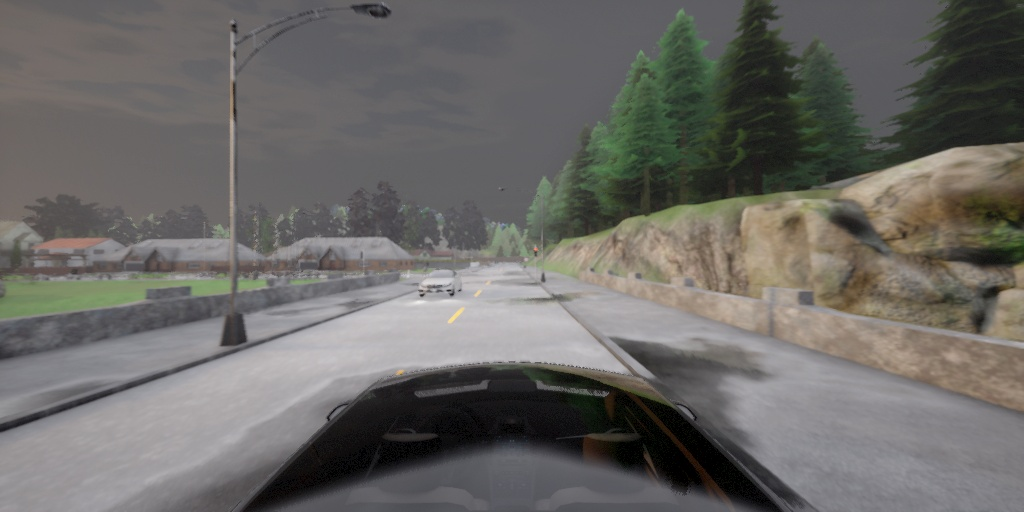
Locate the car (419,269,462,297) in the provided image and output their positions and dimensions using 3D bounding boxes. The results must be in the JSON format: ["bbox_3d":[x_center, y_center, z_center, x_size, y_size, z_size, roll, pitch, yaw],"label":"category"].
[{"bbox_3d":[-3.994,1.501,20.727,1.812,1.442,4.674,-1,-1,0],"label":"car"}]
